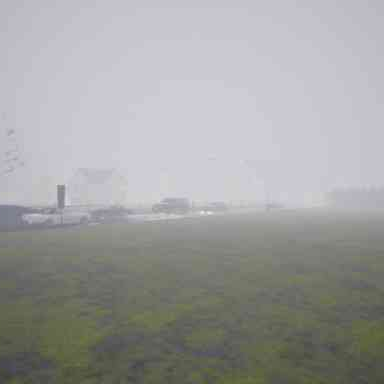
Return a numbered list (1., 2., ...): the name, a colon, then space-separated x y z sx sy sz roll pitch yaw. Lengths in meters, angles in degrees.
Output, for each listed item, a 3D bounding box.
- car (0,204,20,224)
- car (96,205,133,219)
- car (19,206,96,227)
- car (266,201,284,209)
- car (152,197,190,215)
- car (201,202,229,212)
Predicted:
1. car: -13.930 1.661 24.562 1.882 1.535 5.008 1 -1 35
2. car: -8.133 1.922 32.709 1.895 1.301 4.718 1 0 36
3. car: -9.943 1.853 24.927 1.895 1.301 4.718 1 0 34
4. car: 15.094 2.388 60.251 1.994 1.385 4.181 1 0 35
5. car: -2.472 1.675 40.644 2.150 2.045 5.566 1 0 36
6. car: 3.541 2.137 49.037 2.033 1.411 5.357 1 0 36
